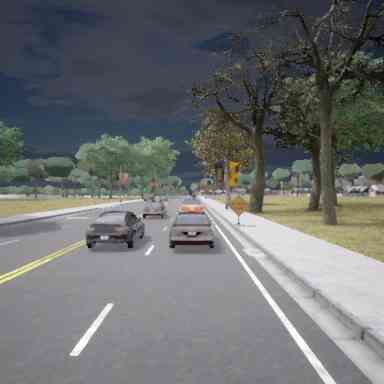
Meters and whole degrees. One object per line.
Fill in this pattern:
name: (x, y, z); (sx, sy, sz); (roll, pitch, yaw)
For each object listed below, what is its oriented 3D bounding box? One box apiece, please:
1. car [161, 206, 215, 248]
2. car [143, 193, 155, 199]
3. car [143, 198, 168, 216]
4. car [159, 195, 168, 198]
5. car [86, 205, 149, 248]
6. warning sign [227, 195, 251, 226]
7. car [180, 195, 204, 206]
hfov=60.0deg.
car: (0.000, 1.565, 14.650); (2.033, 1.411, 5.357); (0, 0, 0)
car: (-9.750, 1.232, 75.897); (2.150, 2.045, 5.566); (0, 0, 0)
car: (-3.250, 1.573, 29.651); (2.033, 1.411, 5.357); (0, 0, 0)
car: (-6.500, 1.531, 75.927); (1.812, 1.442, 4.674); (0, 0, 0)
car: (-3.250, 1.534, 14.650); (1.812, 1.442, 4.674); (0, 0, 0)
warning sign: (2.851, 1.117, 20.276); (1.300, 1.860, 1.060); (0, 0, 0)
car: (0.000, 1.376, 29.621); (2.097, 1.767, 4.553); (0, 0, 0)
